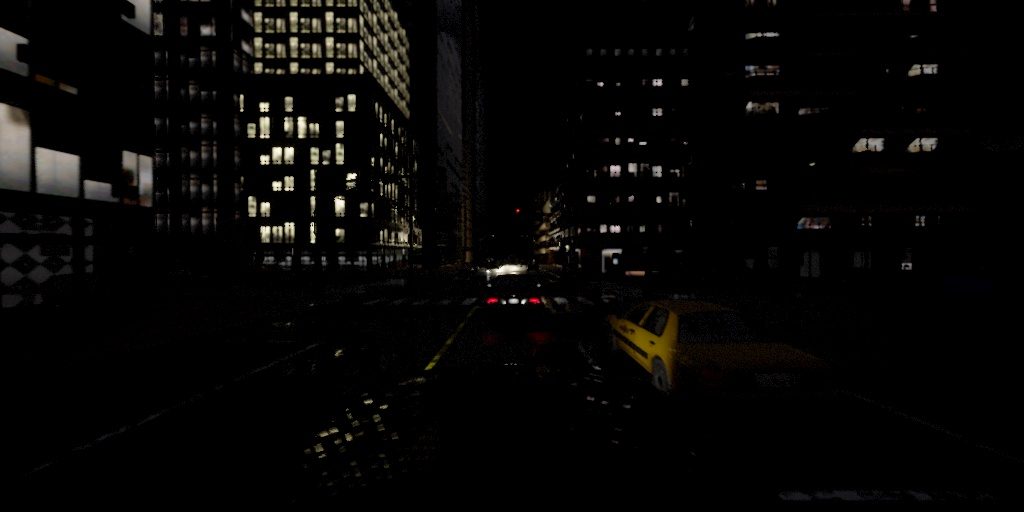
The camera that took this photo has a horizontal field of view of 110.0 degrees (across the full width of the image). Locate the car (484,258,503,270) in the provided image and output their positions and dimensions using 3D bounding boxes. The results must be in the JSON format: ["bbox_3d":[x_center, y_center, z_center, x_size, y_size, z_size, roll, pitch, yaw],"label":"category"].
[{"bbox_3d":[-2.918,1.504,56.989,1.837,1.490,4.892,0,0,1],"label":"car"}]

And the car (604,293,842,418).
[{"bbox_3d":[2.829,1.295,6.110,1.751,1.417,4.829,0,0,0],"label":"car"}]

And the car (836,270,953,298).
[{"bbox_3d":[21.766,1.665,20.569,4.313,1.339,1.948,0,0,1],"label":"car"}]

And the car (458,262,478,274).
[{"bbox_3d":[-5.577,1.465,43.748,1.751,1.417,4.829,0,0,0],"label":"car"}]

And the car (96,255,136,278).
[{"bbox_3d":[-33.538,0.843,29.884,5.009,1.841,2.192,0,0,1],"label":"car"}]

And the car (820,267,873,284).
[{"bbox_3d":[27.447,1.591,28.855,4.507,1.381,1.888,0,0,1],"label":"car"}]

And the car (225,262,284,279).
[{"bbox_3d":[-21.592,1.160,29.646,4.829,1.417,1.751,0,0,1],"label":"car"}]

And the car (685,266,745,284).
[{"bbox_3d":[16.382,1.505,29.041,4.403,1.370,2.007,0,0,1],"label":"car"}]

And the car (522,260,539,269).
[{"bbox_3d":[2.820,1.517,49.549,2.007,1.370,4.403,0,0,0],"label":"car"}]

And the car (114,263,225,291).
[{"bbox_3d":[-20.234,1.295,21.308,4.403,1.370,2.007,0,0,1],"label":"car"}]

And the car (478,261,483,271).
[{"bbox_3d":[-5.561,1.532,49.572,1.948,1.339,4.313,0,0,0],"label":"car"}]

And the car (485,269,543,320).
[{"bbox_3d":[0.071,1.347,12.761,2.033,1.411,5.357,0,0,1],"label":"car"}]

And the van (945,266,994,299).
[{"bbox_3d":[27.298,1.486,20.476,3.998,1.789,1.690,0,0,1],"label":"van"}]
